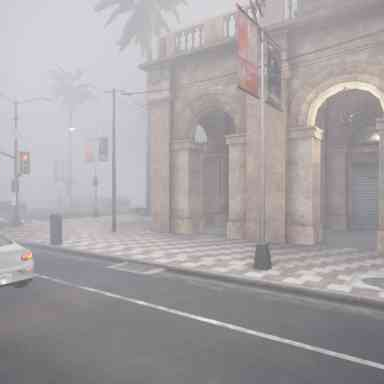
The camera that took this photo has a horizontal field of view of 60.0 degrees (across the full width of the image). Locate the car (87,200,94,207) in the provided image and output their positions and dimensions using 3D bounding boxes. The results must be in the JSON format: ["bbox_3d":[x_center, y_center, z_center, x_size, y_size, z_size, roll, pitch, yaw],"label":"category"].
[{"bbox_3d":[-13.884,1.513,51.058,2.161,1.482,4.786,0,0,35],"label":"car"}]

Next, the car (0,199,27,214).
[{"bbox_3d":[-18.883,1.504,32.730,1.837,1.490,4.892,0,0,36],"label":"car"}]

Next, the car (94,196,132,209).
[{"bbox_3d":[-10.324,1.352,44.701,2.097,1.767,4.553,0,0,36],"label":"car"}]

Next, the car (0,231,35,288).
[{"bbox_3d":[-5.584,1.526,7.930,4.674,1.442,1.812,0,0,36],"label":"car"}]
